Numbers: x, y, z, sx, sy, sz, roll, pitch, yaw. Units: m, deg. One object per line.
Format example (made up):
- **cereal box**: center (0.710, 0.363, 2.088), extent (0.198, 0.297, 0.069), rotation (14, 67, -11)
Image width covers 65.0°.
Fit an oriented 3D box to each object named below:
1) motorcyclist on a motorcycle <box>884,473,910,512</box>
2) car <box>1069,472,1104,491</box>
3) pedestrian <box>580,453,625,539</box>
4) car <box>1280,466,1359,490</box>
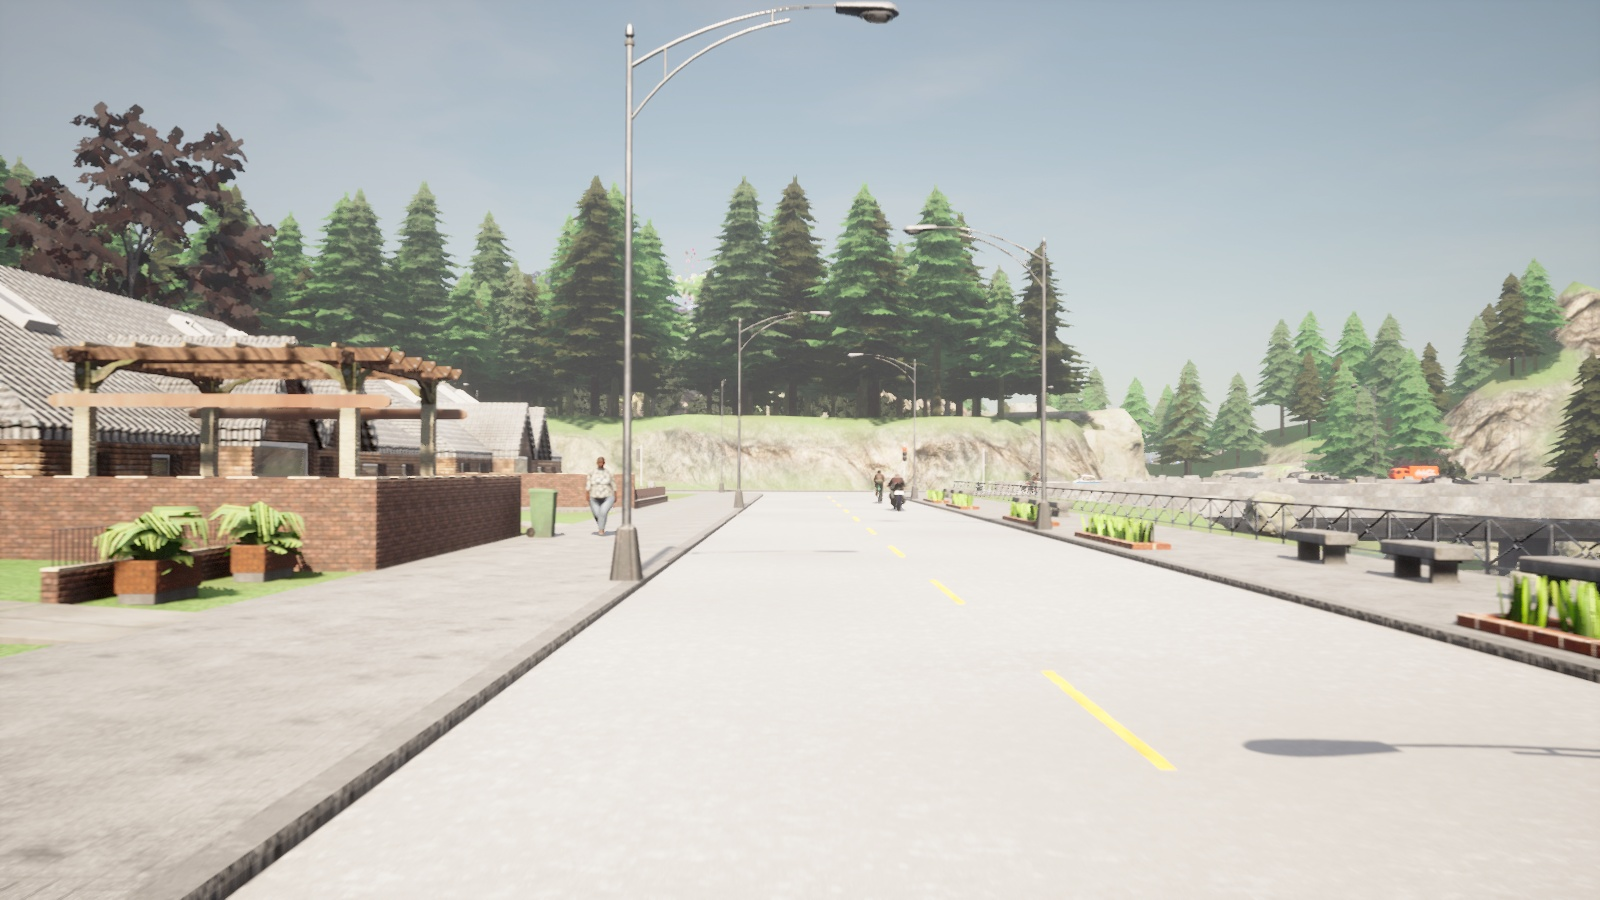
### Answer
- **motorcyclist on a motorcycle**: center (3.882, 1.676, 50.289), extent (0.866, 1.530, 2.191), rotation (0, -1, 0)
- **car**: center (21.058, 2.332, 92.409), extent (2.207, 1.376, 1.481), rotation (0, -1, 0)
- **pedestrian**: center (-4.358, 1.006, 27.731), extent (0.874, 1.855, 0.900), rotation (0, -1, -1)
- **car**: center (36.526, 1.993, 88.446), extent (4.611, 1.667, 2.242), rotation (0, -1, 0)
